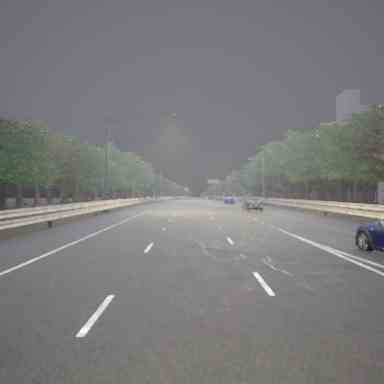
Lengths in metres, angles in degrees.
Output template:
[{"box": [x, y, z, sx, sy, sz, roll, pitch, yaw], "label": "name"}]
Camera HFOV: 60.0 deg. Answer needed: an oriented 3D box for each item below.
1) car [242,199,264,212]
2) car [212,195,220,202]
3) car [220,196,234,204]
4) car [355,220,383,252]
[{"box": [7.040, 1.569, 38.905, 2.033, 1.411, 5.357, 0, 0, 0], "label": "car"}, {"box": [7.327, 1.818, 92.565, 2.097, 1.767, 4.553, 0, -1, 0], "label": "car"}, {"box": [7.144, 1.628, 65.411, 1.882, 1.535, 5.008, 0, 0, 0], "label": "car"}, {"box": [7.518, 1.364, 11.069, 2.097, 1.767, 4.553, 0, 0, -5], "label": "car"}]
